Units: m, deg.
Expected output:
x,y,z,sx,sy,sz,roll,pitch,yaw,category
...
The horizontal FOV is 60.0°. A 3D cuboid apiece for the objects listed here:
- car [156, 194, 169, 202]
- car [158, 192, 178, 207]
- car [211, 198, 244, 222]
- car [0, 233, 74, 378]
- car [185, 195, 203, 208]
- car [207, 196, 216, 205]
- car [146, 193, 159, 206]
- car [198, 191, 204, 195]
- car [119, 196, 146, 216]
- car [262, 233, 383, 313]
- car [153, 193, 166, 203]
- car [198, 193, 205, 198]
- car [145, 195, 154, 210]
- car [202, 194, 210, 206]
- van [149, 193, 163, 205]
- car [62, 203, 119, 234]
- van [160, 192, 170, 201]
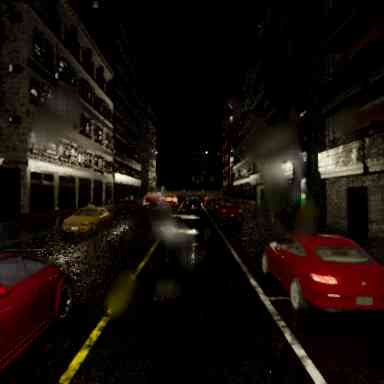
x,y,z,sx,sy,sz,roll,pitch,yaw,category
-5.647,1.164,64.173,2.008,1.369,4.403,1,0,0,car
-3.087,1.075,46.081,2.097,1.767,4.553,0,0,0,car
2.703,1.397,24.361,1.887,1.381,4.507,1,0,0,car
-3.100,1.537,4.278,1.994,1.385,4.181,0,0,0,car
0.099,1.349,41.679,1.895,1.301,4.718,0,0,0,car
2.702,1.363,30.057,1.887,1.381,4.507,1,0,0,car
-5.642,1.031,47.083,2.192,1.841,5.009,1,0,0,car
2.700,1.036,81.493,1.752,1.417,4.829,1,0,0,car
-5.645,1.363,29.995,1.887,1.381,4.507,1,0,0,car
2.703,1.537,7.272,1.802,1.307,4.206,1,0,0,car
-5.644,1.088,58.476,1.967,1.590,4.097,1,0,0,car
2.700,0.990,92.716,1.887,1.381,4.507,1,0,0,car
-5.645,1.335,35.691,2.008,1.369,4.403,1,0,0,car
2.702,1.260,47.146,1.887,1.381,4.507,1,0,0,car
-5.642,1.023,52.778,1.690,1.788,3.998,1,0,0,van
-5.651,1.413,18.432,1.752,1.417,4.829,1,0,0,car
-5.644,0.921,69.867,1.690,1.788,3.998,1,0,0,van
